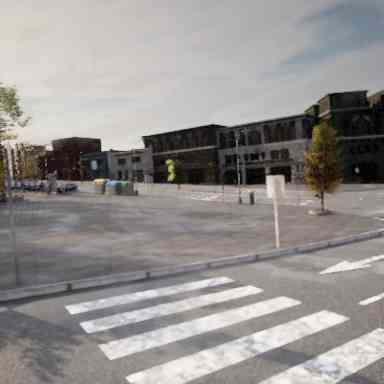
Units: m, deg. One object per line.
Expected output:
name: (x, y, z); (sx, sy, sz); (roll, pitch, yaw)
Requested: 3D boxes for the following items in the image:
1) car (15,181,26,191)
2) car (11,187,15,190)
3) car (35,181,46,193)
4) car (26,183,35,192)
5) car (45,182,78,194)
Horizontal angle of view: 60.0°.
car: (-26.633, -1.036, 56.196); (2.097, 1.535, 5.008); (1, 6, 16)
car: (-29.075, -1.276, 57.829); (2.185, 1.767, 4.553); (0, 6, 15)
car: (-21.826, -0.785, 52.770); (2.231, 1.521, 4.892); (1, 6, 17)
car: (-24.230, -0.871, 54.493); (2.002, 1.452, 4.674); (0, 6, 16)
car: (-19.458, -0.622, 50.989); (2.163, 1.488, 4.792); (1, 6, 17)
